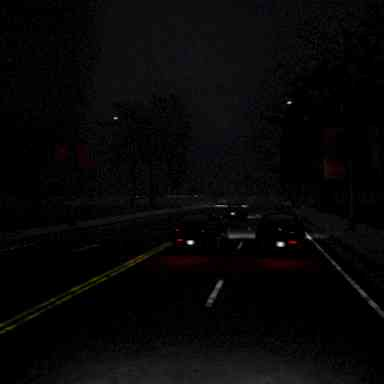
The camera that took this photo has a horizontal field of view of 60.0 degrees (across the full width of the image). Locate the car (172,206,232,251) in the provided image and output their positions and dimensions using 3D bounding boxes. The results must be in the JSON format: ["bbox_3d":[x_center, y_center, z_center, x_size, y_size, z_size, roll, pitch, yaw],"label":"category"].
[{"bbox_3d":[0.484,1.627,14.791,1.837,1.490,4.892,-1,0,13],"label":"car"}]

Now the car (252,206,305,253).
[{"bbox_3d":[3.654,1.584,14.078,1.837,1.490,4.892,-1,0,13],"label":"car"}]

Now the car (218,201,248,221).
[{"bbox_3d":[3.821,1.786,29.478,1.994,1.385,4.181,-1,-1,13],"label":"car"}]

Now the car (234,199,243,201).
[{"bbox_3d":[9.910,2.155,71.016,1.994,1.385,4.181,-1,-1,13],"label":"car"}]

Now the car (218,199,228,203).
[{"bbox_3d":[6.741,2.170,71.735,1.812,1.442,4.674,-1,-1,13],"label":"car"}]
